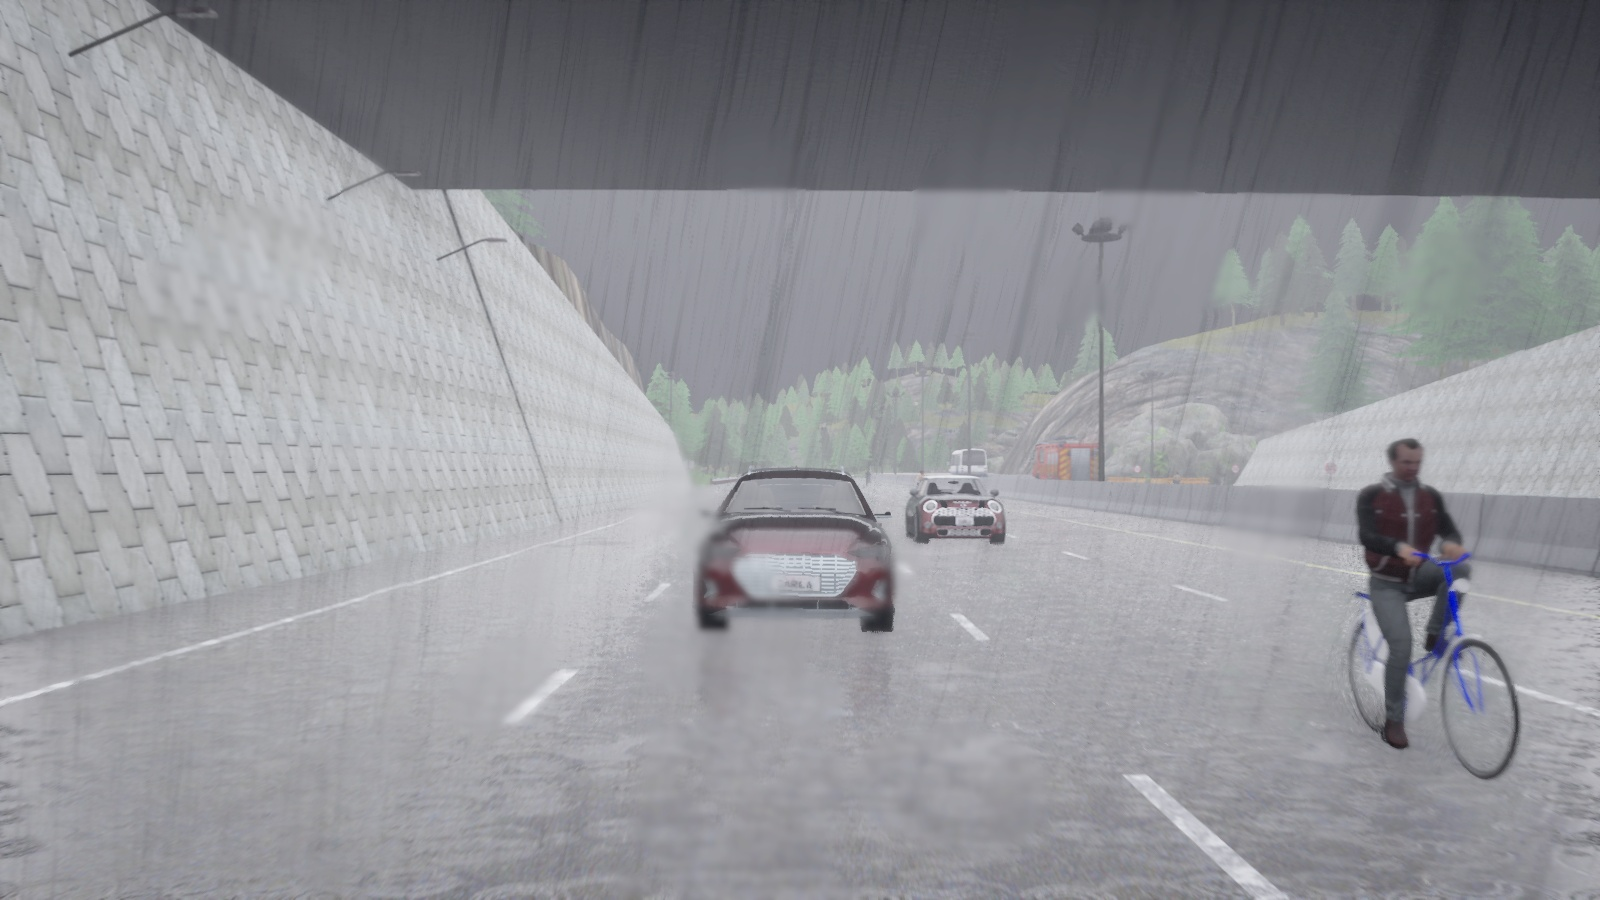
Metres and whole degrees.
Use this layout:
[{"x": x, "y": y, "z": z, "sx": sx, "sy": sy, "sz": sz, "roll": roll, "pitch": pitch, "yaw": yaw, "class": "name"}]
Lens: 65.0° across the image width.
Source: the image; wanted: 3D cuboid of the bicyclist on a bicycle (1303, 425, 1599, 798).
[{"x": 3.483, "y": 0.787, "z": 6.924, "sx": 0.659, "sy": 1.776, "sz": 1.843, "roll": 0, "pitch": -1, "yaw": 0, "class": "bicyclist on a bicycle"}]

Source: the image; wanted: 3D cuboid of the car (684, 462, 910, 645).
[{"x": -0.035, "y": 0.975, "z": 13.771, "sx": 2.033, "sy": 1.649, "sz": 4.856, "roll": 0, "pitch": -1, "yaw": 0, "class": "car"}]

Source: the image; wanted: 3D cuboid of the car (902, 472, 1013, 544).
[{"x": 3.417, "y": 1.233, "z": 27.912, "sx": 1.970, "sy": 1.475, "sz": 3.806, "roll": 0, "pitch": -1, "yaw": 0, "class": "car"}]

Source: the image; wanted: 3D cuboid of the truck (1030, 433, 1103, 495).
[{"x": 17.222, "y": 0.948, "z": 81.646, "sx": 2.891, "sy": 3.827, "sz": 8.468, "roll": 0, "pitch": -1, "yaw": 0, "class": "truck"}]
